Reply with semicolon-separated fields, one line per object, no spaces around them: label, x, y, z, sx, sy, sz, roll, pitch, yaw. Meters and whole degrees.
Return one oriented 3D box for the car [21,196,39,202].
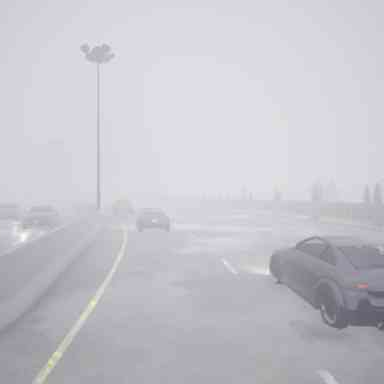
car;-28.933;1.672;59.210;2.150;2.045;5.566;0;0;-39

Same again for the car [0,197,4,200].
car;-37.762;1.652;63.649;5.566;2.045;2.150;-1;0;45

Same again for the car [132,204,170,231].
car;-2.653;1.692;21.658;1.994;1.385;4.181;0;0;-13

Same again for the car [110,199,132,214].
car;-8.241;1.597;38.722;2.097;1.767;4.553;0;0;-23

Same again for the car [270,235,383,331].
car;3.118;1.587;7.062;1.994;1.385;4.181;0;0;-4

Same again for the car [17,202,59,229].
car;-10.410;1.678;23.151;1.837;1.490;4.892;0;0;-15

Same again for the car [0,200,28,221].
car;-15.815;1.734;28.862;1.837;1.490;4.892;0;0;-20
